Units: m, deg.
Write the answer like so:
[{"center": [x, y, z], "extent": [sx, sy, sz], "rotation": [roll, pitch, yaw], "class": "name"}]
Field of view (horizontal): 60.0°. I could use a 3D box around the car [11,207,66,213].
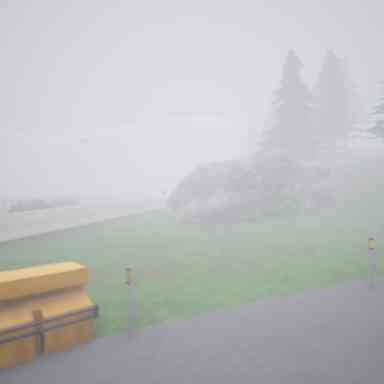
[{"center": [-13.999, 1.341, 29.982], "extent": [2.033, 1.411, 5.357], "rotation": [0, 1, 10], "class": "car"}]
